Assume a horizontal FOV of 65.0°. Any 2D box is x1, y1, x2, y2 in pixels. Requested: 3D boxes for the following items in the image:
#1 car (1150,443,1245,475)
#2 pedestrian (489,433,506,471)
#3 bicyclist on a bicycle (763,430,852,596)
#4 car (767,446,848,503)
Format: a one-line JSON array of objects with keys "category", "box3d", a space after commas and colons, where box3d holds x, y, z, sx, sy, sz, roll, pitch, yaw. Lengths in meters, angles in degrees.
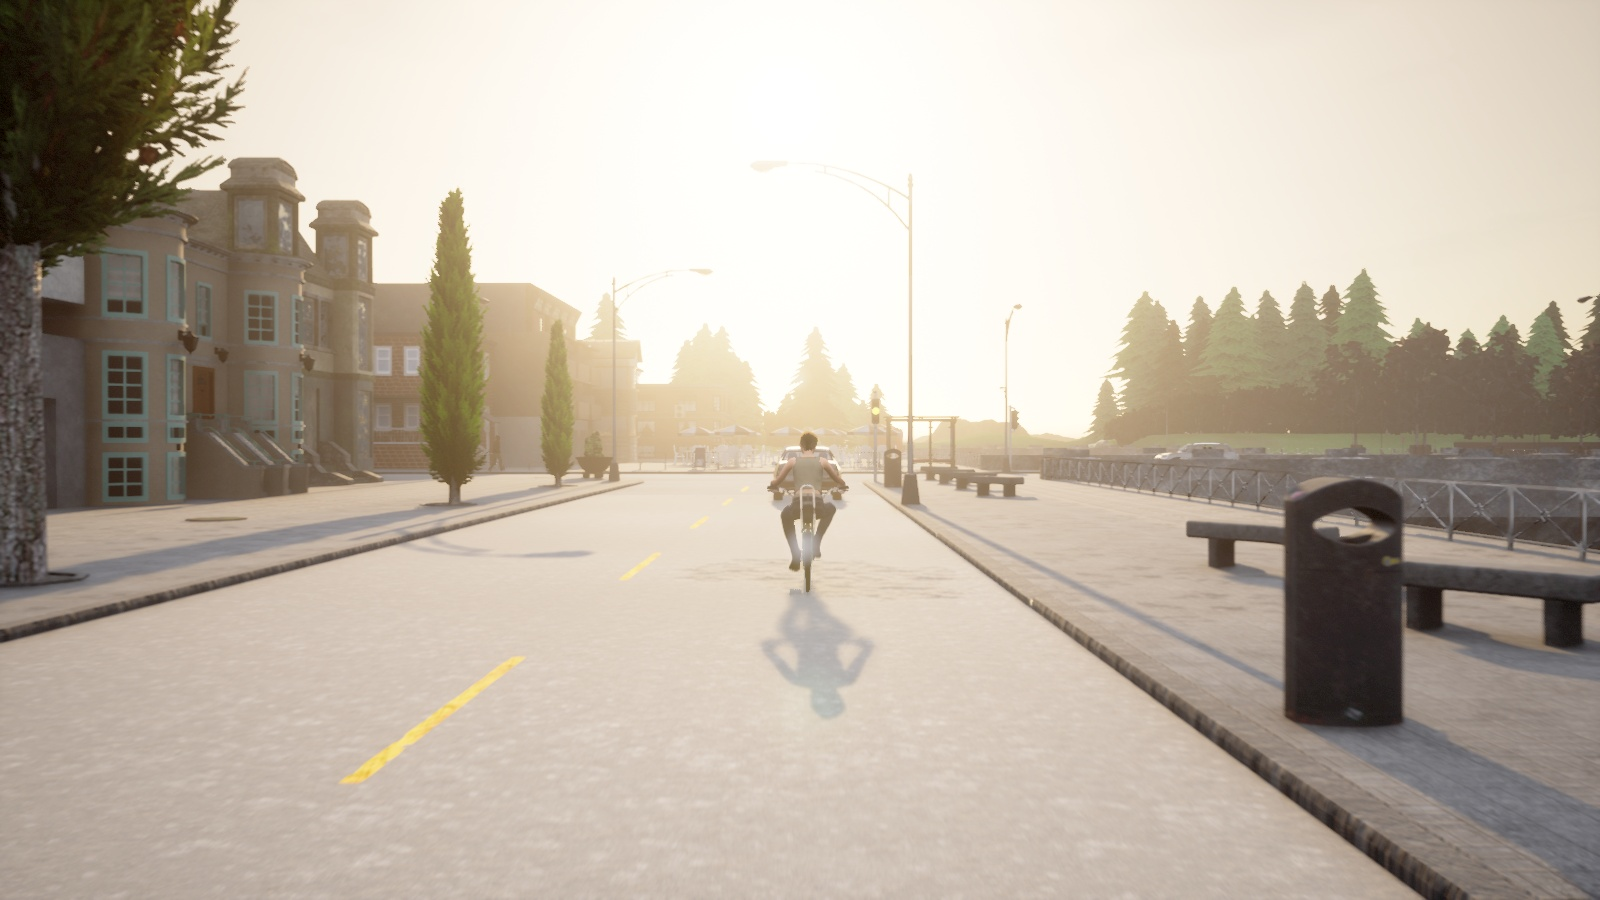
[{"category": "car", "box3d": [18.395, 0.398, 58.255, 3.806, 1.475, 1.970, 0, 0, 0]}, {"category": "pedestrian", "box3d": [-14.736, 0.099, 61.250, 0.703, 1.840, 0.431, 0, 0, 31]}, {"category": "bicyclist on a bicycle", "box3d": [0.082, 0.610, 12.958, 0.866, 1.612, 1.509, 0, 0, 1]}, {"category": "car", "box3d": [0.203, 0.602, 34.042, 2.033, 1.411, 5.357, 0, 0, 0]}]
